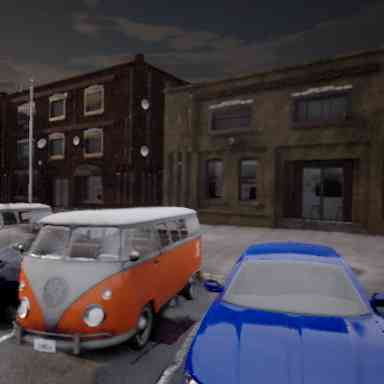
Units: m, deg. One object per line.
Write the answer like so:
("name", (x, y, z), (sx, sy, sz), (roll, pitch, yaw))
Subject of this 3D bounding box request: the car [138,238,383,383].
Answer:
("car", (1.320, 1.494, 4.477), (2.097, 1.535, 5.008), (0, -1, 16))

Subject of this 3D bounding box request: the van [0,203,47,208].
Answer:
("van", (-6.067, 1.330, 9.603), (1.878, 1.987, 4.442), (0, -1, 15))

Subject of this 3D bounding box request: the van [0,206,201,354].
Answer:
("van", (-1.157, 1.288, 6.112), (1.878, 1.987, 4.442), (0, -1, 15))
